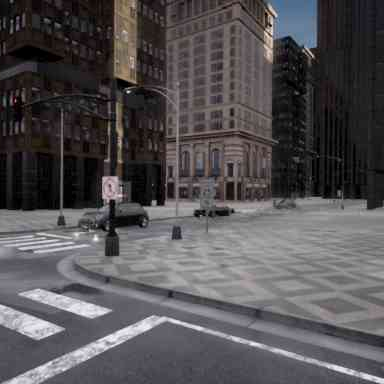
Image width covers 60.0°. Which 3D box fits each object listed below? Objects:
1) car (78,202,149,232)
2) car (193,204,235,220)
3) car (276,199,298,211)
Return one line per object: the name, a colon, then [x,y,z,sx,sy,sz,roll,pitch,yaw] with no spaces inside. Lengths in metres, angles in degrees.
car: [-4.831,1.430,20.906,2.097,1.767,4.553,1,0,35]
car: [2.061,1.753,30.673,1.895,1.301,4.718,1,0,35]
car: [13.341,1.763,46.548,1.837,1.490,4.892,1,0,36]
